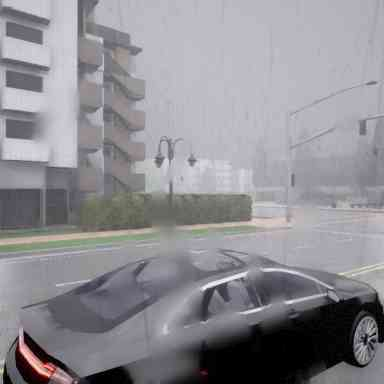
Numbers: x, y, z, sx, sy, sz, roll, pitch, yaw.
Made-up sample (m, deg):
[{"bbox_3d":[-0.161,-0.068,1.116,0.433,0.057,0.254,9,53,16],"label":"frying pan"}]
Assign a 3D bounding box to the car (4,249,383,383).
[{"bbox_3d":[0.498,1.492,4.112,4.902,1.511,2.128,0,0,-35],"label":"car"}]
